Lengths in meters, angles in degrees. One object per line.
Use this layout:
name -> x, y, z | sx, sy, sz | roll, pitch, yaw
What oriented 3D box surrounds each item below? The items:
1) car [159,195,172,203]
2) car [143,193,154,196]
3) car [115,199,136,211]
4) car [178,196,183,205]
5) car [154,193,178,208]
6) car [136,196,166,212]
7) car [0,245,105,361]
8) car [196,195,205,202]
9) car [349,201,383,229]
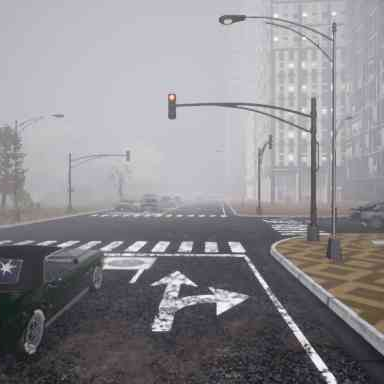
car -> -5.394, 1.477, 67.758 | 1.882, 1.535, 5.008 | 0, 0, 5
car -> -6.679, 1.215, 52.589 | 2.150, 2.045, 5.566 | 0, 0, 5
car -> -7.690, 1.538, 40.079 | 2.033, 1.411, 5.357 | 0, 0, 4
car -> -2.744, 1.522, 60.802 | 1.812, 1.442, 4.674 | 0, 0, 5
car -> -3.740, 1.344, 48.658 | 2.097, 1.767, 4.553 | 0, 0, 5
car -> -4.591, 1.497, 38.051 | 1.837, 1.490, 4.892 | 0, 0, 4
car -> -3.038, 1.600, 5.960 | 1.895, 1.301, 4.718 | 0, 0, 1
car -> 2.049, 1.532, 79.145 | 1.812, 1.442, 4.674 | 0, 0, 5
car -> 12.110, 1.361, 20.036 | 4.902, 1.511, 2.128 | 0, 0, 6
